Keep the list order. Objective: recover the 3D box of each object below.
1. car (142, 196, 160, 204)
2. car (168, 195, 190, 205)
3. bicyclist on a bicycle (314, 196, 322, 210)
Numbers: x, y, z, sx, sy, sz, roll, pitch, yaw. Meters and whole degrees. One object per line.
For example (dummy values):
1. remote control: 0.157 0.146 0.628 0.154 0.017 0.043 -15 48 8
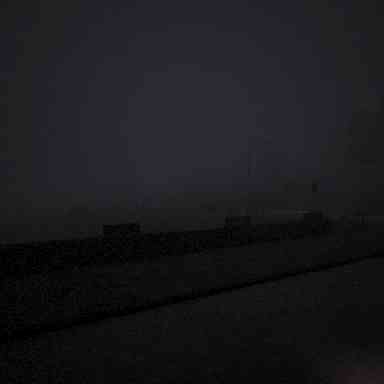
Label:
1. car: -8.176 1.481 65.454 1.882 1.535 5.008 0 0 -36
2. car: -2.303 1.355 57.303 2.097 1.767 4.553 0 0 -35
3. bicyclist on a bicycle: 15.189 1.352 40.103 1.656 1.620 0.582 0 0 -36
